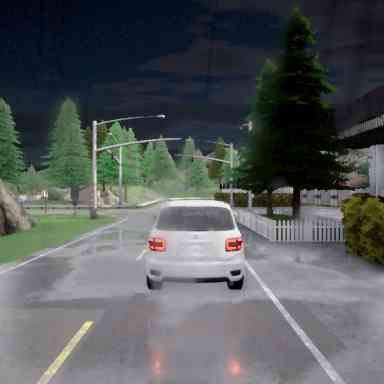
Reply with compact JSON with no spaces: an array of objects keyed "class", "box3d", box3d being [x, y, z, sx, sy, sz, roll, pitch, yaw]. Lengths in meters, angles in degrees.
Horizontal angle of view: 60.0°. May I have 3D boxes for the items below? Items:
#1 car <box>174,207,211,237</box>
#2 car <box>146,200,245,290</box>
[{"class":"car","box3d":[0.015,1.601,18.997,1.895,1.301,4.718,0,0,0]},{"class":"car","box3d":[0.063,1.221,9.234,2.150,2.045,5.566,0,0,0]}]
